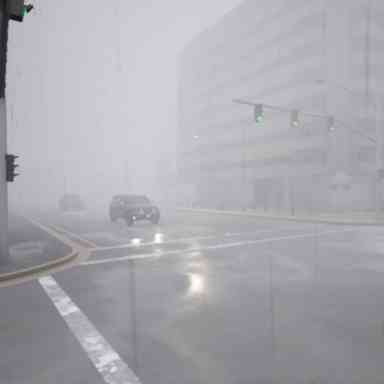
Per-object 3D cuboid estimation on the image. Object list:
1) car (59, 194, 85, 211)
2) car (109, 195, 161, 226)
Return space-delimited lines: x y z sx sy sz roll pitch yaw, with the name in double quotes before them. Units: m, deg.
"car" -15.191 1.304 41.815 2.150 2.045 5.566 -1 0 -32
"car" -4.312 1.229 24.297 2.150 2.045 5.566 -1 0 -32
